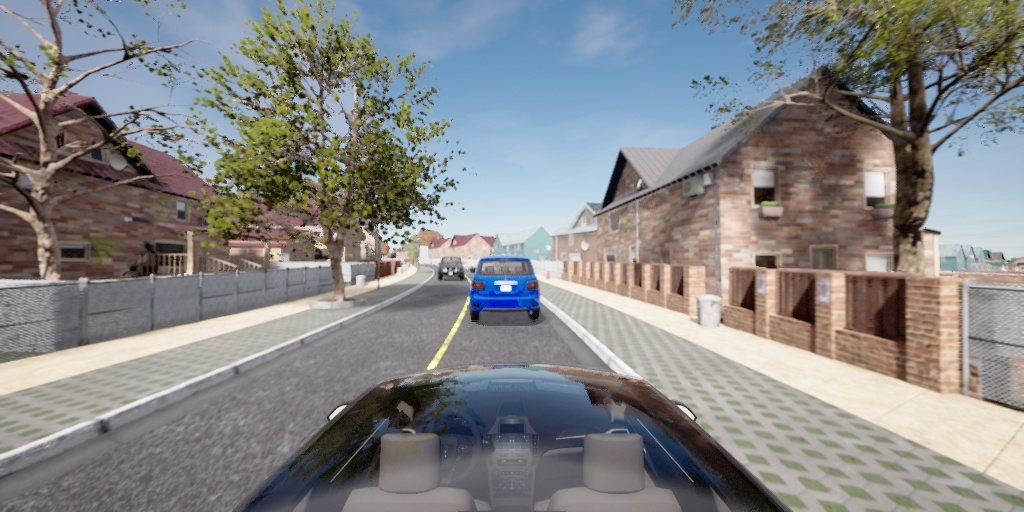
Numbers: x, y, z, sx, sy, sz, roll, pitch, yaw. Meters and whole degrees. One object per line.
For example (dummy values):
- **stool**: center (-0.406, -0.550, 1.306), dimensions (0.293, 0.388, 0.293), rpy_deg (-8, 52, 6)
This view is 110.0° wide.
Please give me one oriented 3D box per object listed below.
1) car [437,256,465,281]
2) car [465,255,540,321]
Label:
- **car**: center (-5.218, 1.030, 30.923), dimensions (2.150, 2.045, 5.566), rpy_deg (0, 0, -9)
- **car**: center (-0.327, 0.999, 12.755), dimensions (2.150, 2.045, 5.566), rpy_deg (0, 0, -3)
